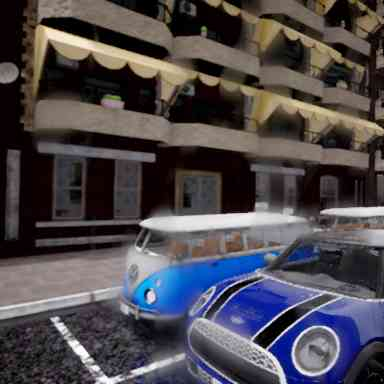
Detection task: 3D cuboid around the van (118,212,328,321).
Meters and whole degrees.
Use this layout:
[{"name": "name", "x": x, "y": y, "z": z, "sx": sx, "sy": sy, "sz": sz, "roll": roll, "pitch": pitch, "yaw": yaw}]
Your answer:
[{"name": "van", "x": 0.651, "y": 1.344, "z": 6.517, "sx": 3.998, "sy": 1.788, "sz": 1.690, "roll": 0, "pitch": 1, "yaw": -35}]

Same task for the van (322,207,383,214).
[{"name": "van", "x": 5.166, "y": 1.352, "z": 9.713, "sx": 3.998, "sy": 1.788, "sz": 1.690, "roll": 0, "pitch": 1, "yaw": -35}]

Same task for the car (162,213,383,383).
[{"name": "car", "x": 2.130, "y": 1.355, "z": 4.571, "sx": 4.553, "sy": 1.767, "sz": 2.097, "roll": 0, "pitch": 0, "yaw": -35}]
